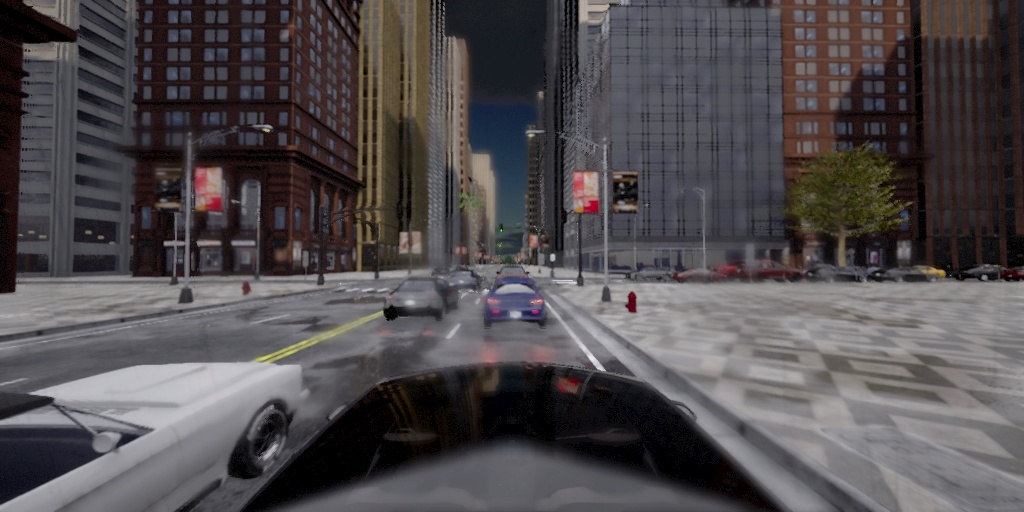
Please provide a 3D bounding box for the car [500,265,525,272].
[{"bbox_3d":[0.054,1.395,22.872,2.097,1.767,4.553,0,-1,0],"label":"car"}]

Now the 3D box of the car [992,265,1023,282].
[{"bbox_3d":[43.488,1.520,29.718,4.507,1.381,1.888,0,0,-1],"label":"car"}]

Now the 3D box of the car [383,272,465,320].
[{"bbox_3d":[-3.166,1.464,13.291,1.994,1.385,4.181,0,-1,1],"label":"car"}]

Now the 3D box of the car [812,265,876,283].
[{"bbox_3d":[26.575,1.579,29.444,4.313,1.339,1.948,0,0,-1],"label":"car"}]

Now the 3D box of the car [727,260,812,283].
[{"bbox_3d":[20.938,1.344,29.353,5.009,1.841,2.192,0,0,-1],"label":"car"}]

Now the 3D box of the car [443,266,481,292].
[{"bbox_3d":[-3.167,1.628,24.575,1.994,1.385,4.181,0,-1,0],"label":"car"}]

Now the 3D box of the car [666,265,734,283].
[{"bbox_3d":[15.299,1.629,29.262,4.207,1.307,1.802,0,0,-1],"label":"car"}]

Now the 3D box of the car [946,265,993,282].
[{"bbox_3d":[42.780,1.541,32.340,4.892,1.490,1.837,0,-1,-1],"label":"car"}]

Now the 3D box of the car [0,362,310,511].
[{"bbox_3d":[-3.153,1.352,1.795,1.895,1.301,4.718,0,-1,0],"label":"car"}]

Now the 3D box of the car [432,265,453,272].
[{"bbox_3d":[-9.871,2.075,49.969,1.994,1.385,4.181,0,-1,0],"label":"car"}]

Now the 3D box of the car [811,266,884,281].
[{"bbox_3d":[32.943,1.676,35.320,5.357,1.411,2.033,0,-1,-1],"label":"car"}]

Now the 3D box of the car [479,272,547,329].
[{"bbox_3d":[0.096,1.403,11.718,1.812,1.442,4.674,0,-1,0],"label":"car"}]

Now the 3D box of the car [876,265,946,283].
[{"bbox_3d":[32.212,1.565,29.535,4.313,1.339,1.948,0,0,-1],"label":"car"}]

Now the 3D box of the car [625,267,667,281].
[{"bbox_3d":[13.263,1.750,35.012,4.181,1.385,1.994,0,-1,-1],"label":"car"}]
